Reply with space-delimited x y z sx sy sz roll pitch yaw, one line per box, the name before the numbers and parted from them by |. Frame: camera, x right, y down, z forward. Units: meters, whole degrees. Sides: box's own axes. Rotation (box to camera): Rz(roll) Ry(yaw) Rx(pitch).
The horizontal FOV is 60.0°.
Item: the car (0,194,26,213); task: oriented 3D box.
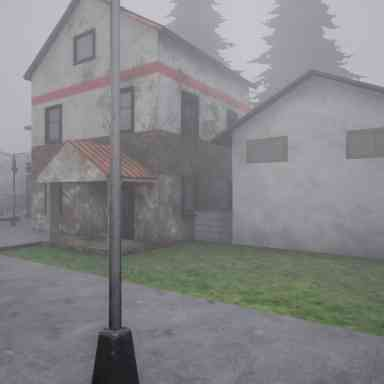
car | -18.281 1.222 37.104 2.150 2.045 5.566 0 0 34
